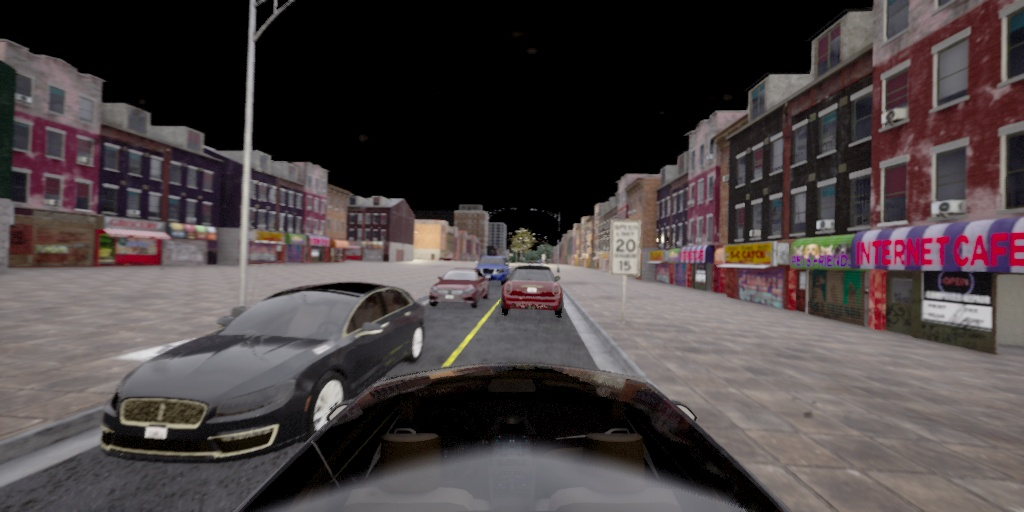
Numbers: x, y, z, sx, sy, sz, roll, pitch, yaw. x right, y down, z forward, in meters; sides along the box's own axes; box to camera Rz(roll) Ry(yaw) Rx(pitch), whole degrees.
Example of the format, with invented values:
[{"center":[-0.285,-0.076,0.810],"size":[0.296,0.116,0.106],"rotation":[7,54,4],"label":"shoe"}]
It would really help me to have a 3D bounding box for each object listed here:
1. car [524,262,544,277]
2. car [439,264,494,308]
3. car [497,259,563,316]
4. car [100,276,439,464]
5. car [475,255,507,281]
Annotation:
[{"center":[2.367,1.421,38.527],"size":[1.994,1.385,4.181],"rotation":[2,0,4],"label":"car"},{"center":[-2.086,1.241,15.343],"size":[1.812,1.442,4.674],"rotation":[2,0,4],"label":"car"},{"center":[0.794,1.142,13.849],"size":[2.097,1.767,4.553],"rotation":[2,0,4],"label":"car"},{"center":[-2.722,1.190,5.330],"size":[1.837,1.490,4.892],"rotation":[2,0,4],"label":"car"},{"center":[-1.367,0.968,25.939],"size":[2.150,2.045,5.566],"rotation":[2,0,4],"label":"car"}]
